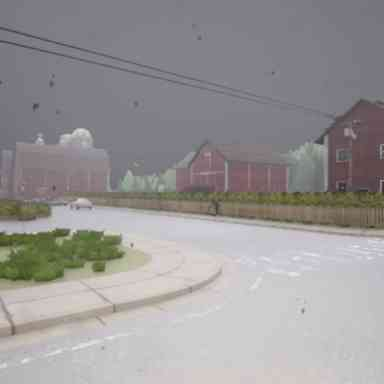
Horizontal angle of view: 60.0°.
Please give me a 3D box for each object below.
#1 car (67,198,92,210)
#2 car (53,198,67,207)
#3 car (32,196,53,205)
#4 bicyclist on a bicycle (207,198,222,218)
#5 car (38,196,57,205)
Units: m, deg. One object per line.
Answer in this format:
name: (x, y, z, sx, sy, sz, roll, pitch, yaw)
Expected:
car: (-14.680, 1.554, 44.121, 1.812, 1.442, 4.674, 0, 0, -35)
car: (-21.300, 1.627, 53.218, 1.895, 1.301, 4.718, 0, 0, -36)
car: (-21.980, 1.526, 48.157, 1.837, 1.490, 4.892, 0, -1, -35)
bicyclist on a bicycle: (1.889, 1.339, 27.742, 1.656, 1.620, 0.582, 0, 0, -36)
car: (-25.902, 1.517, 59.590, 2.128, 1.511, 4.902, 0, 0, -36)
